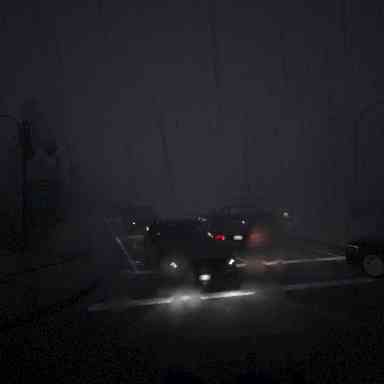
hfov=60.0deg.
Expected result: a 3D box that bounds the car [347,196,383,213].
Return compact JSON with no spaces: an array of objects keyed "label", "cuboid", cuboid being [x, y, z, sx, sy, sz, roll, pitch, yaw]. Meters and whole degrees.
[{"label":"car","cuboid":[15.598,1.356,29.196,1.970,1.475,3.806,0,0,-17]}]

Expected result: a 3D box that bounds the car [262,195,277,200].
[{"label":"car","cuboid":[10.355,1.277,47.111,2.152,1.636,5.027,0,0,-17]}]

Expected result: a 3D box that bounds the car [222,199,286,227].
[{"label":"car","cuboid":[2.849,1.466,19.893,5.357,1.411,2.033,-3,1,-15]}]

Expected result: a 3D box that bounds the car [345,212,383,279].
[{"label":"car","cuboid":[6.531,1.475,8.238,5.008,1.535,1.882,0,0,39]}]

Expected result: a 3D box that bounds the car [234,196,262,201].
[{"label":"car","cuboid":[7.366,1.287,46.156,2.007,1.523,4.514,0,0,-17]}]

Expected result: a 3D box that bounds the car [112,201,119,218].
[{"label":"car","cuboid":[-6.258,1.515,30.098,2.033,1.411,5.357,0,0,-17]}]

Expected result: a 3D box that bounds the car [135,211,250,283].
[{"label":"car","cuboid":[-0.371,1.543,10.110,2.033,1.411,5.357,0,0,-15]}]

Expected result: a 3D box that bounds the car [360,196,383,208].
[{"label":"car","cuboid":[23.911,1.274,43.180,1.845,1.501,3.633,0,0,-17]}]

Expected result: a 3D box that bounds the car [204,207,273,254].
[{"label":"car","cuboid":[1.351,1.538,13.389,2.033,1.411,5.357,0,0,-4]}]

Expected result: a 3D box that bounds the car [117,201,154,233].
[{"label":"car","cuboid":[-3.101,1.529,19.945,2.033,1.411,5.357,0,0,-17]}]
